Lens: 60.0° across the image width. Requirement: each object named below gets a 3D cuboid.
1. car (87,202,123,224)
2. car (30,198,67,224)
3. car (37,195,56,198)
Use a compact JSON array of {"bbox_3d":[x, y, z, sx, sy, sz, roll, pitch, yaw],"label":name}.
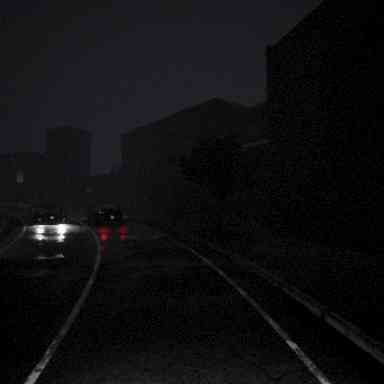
[{"bbox_3d":[-6.317,1.462,24.073,1.812,1.442,4.674,2,0,-27],"label":"car"},{"bbox_3d":[-9.855,1.387,22.861,1.994,1.385,4.181,2,0,-30],"label":"car"},{"bbox_3d":[-16.511,1.138,37.387,4.902,1.511,2.128,2,-2,44],"label":"car"}]
